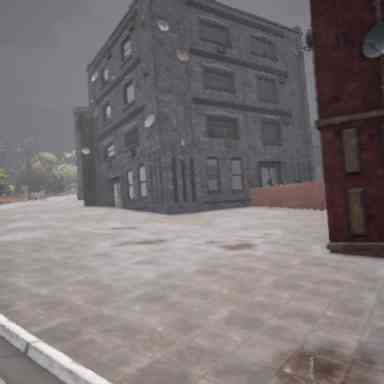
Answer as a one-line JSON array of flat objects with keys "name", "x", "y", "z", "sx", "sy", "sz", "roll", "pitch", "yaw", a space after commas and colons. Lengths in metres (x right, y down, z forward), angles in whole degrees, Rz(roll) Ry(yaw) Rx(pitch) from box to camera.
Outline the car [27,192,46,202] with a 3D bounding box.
[{"name": "car", "x": -28.853, "y": 0.820, "z": 61.814, "sx": 1.837, "sy": 1.490, "sz": 4.892, "roll": -4, "pitch": 3, "yaw": -1}]
